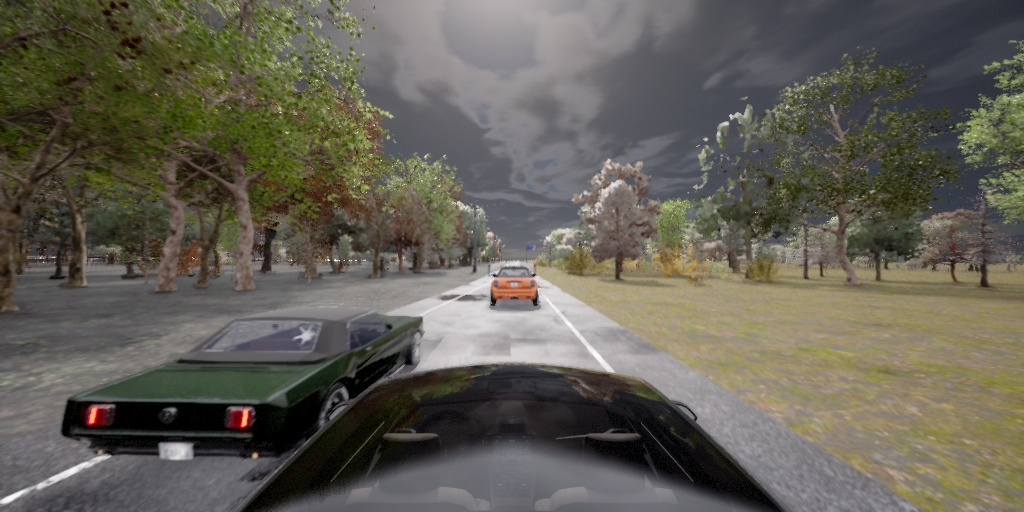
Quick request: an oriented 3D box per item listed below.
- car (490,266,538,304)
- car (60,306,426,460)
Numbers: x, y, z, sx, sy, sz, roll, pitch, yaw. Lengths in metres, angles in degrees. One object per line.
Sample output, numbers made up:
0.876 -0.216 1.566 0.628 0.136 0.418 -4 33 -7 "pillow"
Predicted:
0.101 1.269 17.445 2.097 1.767 4.553 0 -1 0 "car"
-2.745 1.389 5.251 1.895 1.301 4.718 0 -1 2 "car"
